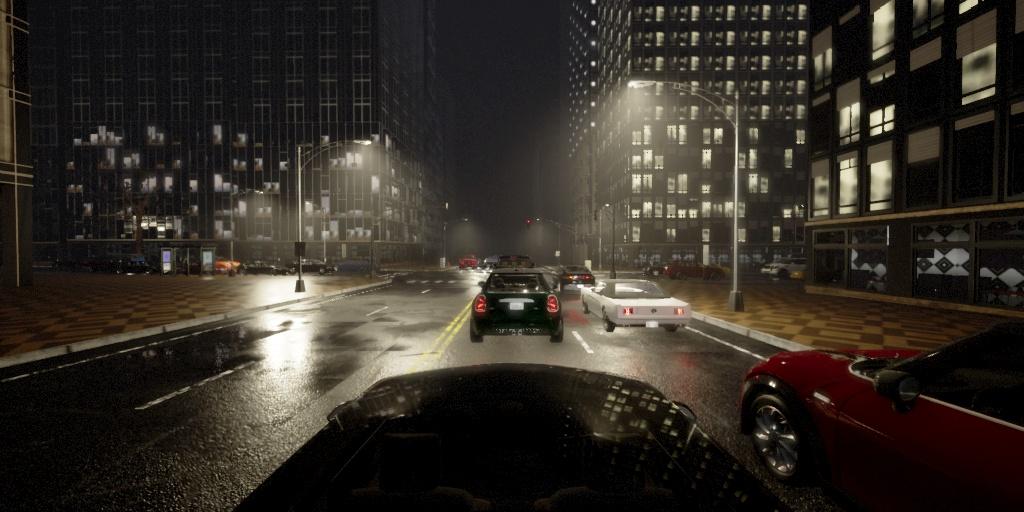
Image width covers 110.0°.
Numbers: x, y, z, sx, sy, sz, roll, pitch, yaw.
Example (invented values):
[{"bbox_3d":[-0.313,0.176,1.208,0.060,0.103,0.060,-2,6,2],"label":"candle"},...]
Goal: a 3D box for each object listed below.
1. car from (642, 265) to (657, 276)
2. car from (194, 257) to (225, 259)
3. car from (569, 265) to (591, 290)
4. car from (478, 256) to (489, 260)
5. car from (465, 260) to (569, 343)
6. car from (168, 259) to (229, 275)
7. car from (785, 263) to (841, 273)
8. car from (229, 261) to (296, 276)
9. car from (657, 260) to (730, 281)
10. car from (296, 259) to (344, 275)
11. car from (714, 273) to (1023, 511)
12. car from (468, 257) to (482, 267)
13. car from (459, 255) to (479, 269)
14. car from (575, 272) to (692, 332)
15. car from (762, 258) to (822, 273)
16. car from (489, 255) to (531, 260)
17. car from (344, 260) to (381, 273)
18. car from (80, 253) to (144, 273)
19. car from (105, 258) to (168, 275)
[{"bbox_3d":[16.386,1.366,37.946,4.892,1.490,1.837,1,1,1],"label":"car"},{"bbox_3d":[-29.392,0.854,35.593,4.553,1.767,2.097,1,1,1],"label":"car"},{"bbox_3d":[3.369,1.245,20.053,1.837,1.490,4.892,0,0,0],"label":"car"},{"bbox_3d":[-3.291,1.206,52.402,2.128,1.511,4.902,0,0,0],"label":"car"},{"bbox_3d":[0.108,1.099,9.848,2.097,1.767,4.553,0,0,0],"label":"car"},{"bbox_3d":[-28.383,1.137,32.883,4.207,1.307,1.802,0,0,1],"label":"car"},{"bbox_3d":[27.674,1.578,31.966,4.829,1.417,1.751,0,0,1],"label":"car"},{"bbox_3d":[-22.699,1.173,32.744,4.313,1.339,1.948,0,0,1],"label":"car"},{"bbox_3d":[16.225,1.268,32.175,5.009,1.841,2.192,0,0,1],"label":"car"},{"bbox_3d":[-19.774,1.081,35.389,4.902,1.511,2.128,1,1,1],"label":"car"},{"bbox_3d":[3.350,1.102,1.778,2.097,1.767,4.553,0,0,0],"label":"car"},{"bbox_3d":[-6.497,1.054,63.536,2.097,1.767,4.553,0,0,0],"label":"car"},{"bbox_3d":[-6.543,0.935,53.938,2.150,2.045,5.566,0,0,0],"label":"car"},{"bbox_3d":[3.360,1.347,10.796,1.895,1.301,4.718,0,0,0],"label":"car"},{"bbox_3d":[29.564,1.199,37.694,5.566,2.045,2.150,1,1,2],"label":"car"},{"bbox_3d":[0.118,0.963,19.560,2.150,2.045,5.566,0,0,0],"label":"car"},{"bbox_3d":[-16.989,1.110,38.530,5.357,1.411,2.033,0,1,1],"label":"car"},{"bbox_3d":[-39.386,0.763,35.813,4.553,1.767,2.097,1,1,1],"label":"car"},{"bbox_3d":[-34.063,1.068,33.062,4.313,1.339,1.948,0,0,1],"label":"car"}]
